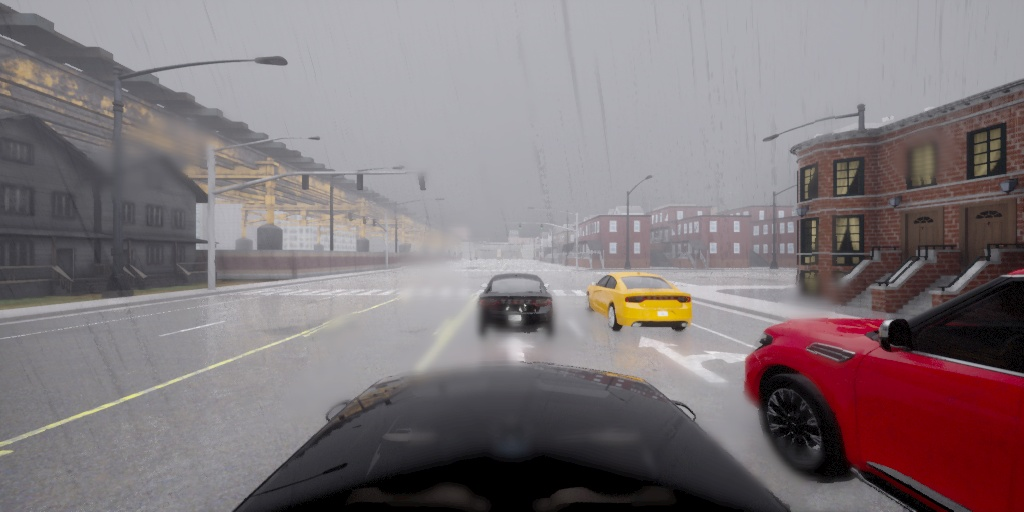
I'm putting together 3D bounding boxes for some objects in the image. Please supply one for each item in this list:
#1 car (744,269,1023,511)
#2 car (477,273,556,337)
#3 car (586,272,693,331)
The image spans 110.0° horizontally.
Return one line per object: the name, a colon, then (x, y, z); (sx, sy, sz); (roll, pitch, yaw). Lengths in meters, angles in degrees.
car: (3.598, 0.971, 1.524); (2.150, 2.045, 5.566); (0, 0, 0)
car: (0.109, 1.228, 10.353); (1.882, 1.535, 5.008); (0, 0, 0)
car: (3.612, 1.228, 11.054); (1.882, 1.535, 5.008); (0, 0, 0)
